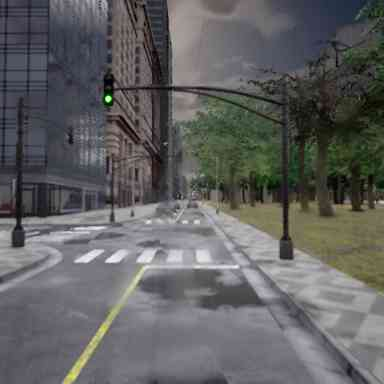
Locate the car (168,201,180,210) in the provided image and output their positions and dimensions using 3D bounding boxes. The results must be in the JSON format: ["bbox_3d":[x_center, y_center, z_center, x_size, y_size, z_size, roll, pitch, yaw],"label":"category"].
[{"bbox_3d":[-3.060,2.379,58.007,1.837,1.490,4.892,0,-1,0],"label":"car"}]

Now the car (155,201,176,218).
[{"bbox_3d":[-3.118,2.088,37.465,2.033,1.411,5.357,0,-1,-4],"label":"car"}]

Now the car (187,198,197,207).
[{"bbox_3d":[0.019,2.424,77.349,2.150,2.045,5.566,0,-1,0],"label":"car"}]

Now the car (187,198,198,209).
[{"bbox_3d":[0.116,2.456,63.552,2.128,1.511,4.902,0,-1,0],"label":"car"}]

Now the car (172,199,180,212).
[{"bbox_3d":[-3.085,2.209,47.597,1.837,1.490,4.892,0,-1,0],"label":"car"}]
